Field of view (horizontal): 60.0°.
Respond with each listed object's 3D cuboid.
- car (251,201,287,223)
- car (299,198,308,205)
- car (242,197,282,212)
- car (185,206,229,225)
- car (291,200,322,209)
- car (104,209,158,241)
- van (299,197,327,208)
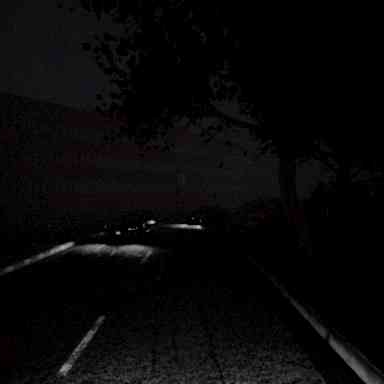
[{"bbox_3d":[7.545,1.837,29.816,1.882,1.535,5.008,0,-1,38],"label":"car"},{"bbox_3d":[16.518,2.085,53.707,4.674,1.452,2.002,0,0,38],"label":"car"},{"bbox_3d":[9.503,1.716,44.848,5.566,2.045,2.435,0,-1,38],"label":"car"},{"bbox_3d":[1.275,1.871,27.098,1.994,1.385,4.181,0,-1,37],"label":"car"},{"bbox_3d":[19.996,2.108,58.163,4.792,1.488,2.163,0,0,38],"label":"car"},{"bbox_3d":[-3.137,1.706,17.946,1.837,1.490,4.892,0,-1,8],"label":"car"},{"bbox_3d":[21.860,1.870,60.293,4.442,1.987,1.878,0,0,38],"label":"van"}]
